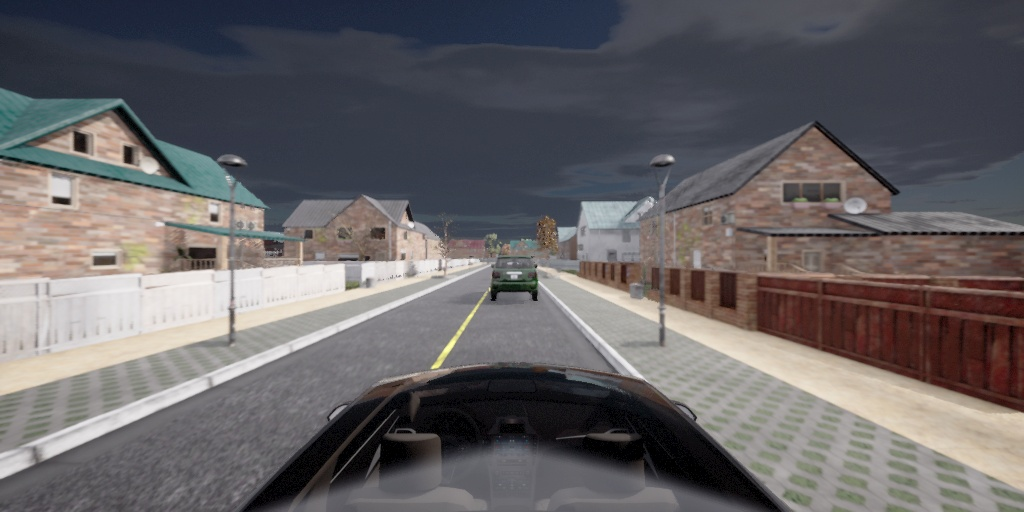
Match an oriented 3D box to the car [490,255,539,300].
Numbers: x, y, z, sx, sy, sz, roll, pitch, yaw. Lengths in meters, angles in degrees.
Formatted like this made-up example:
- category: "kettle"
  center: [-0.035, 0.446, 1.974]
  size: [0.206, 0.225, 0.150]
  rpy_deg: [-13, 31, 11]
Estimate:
- category: "car"
  center: [0.119, 0.978, 17.790]
  size: [2.150, 2.045, 5.566]
  rpy_deg: [0, 0, 0]
